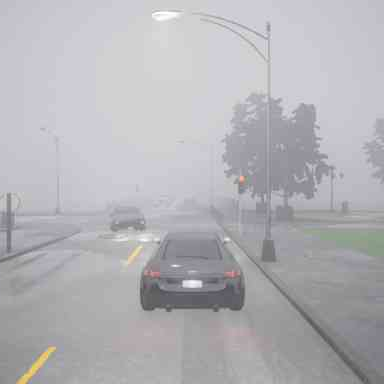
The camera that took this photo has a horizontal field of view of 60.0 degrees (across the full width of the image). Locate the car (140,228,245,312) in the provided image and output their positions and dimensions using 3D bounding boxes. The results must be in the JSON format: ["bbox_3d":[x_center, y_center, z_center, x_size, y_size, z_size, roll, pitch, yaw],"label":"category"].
[{"bbox_3d":[0.004,1.564,7.779,1.994,1.385,4.181,0,0,0],"label":"car"}]

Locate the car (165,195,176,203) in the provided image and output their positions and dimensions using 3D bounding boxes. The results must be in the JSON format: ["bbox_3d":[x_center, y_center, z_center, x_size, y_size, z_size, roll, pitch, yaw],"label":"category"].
[{"bbox_3d":[-4.554,1.525,71.489,2.128,1.511,4.902,0,0,0],"label":"car"}]

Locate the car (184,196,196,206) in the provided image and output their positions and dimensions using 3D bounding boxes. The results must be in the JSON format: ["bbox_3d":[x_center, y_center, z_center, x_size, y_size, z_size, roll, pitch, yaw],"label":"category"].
[{"bbox_3d":[-0.336,1.477,56.728,1.882,1.535,5.008,0,0,-1],"label":"car"}]

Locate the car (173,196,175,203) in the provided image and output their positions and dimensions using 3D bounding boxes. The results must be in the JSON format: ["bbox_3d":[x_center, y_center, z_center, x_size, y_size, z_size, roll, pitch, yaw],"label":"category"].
[{"bbox_3d":[-4.537,1.547,61.247,2.033,1.411,5.357,0,0,0],"label":"car"}]

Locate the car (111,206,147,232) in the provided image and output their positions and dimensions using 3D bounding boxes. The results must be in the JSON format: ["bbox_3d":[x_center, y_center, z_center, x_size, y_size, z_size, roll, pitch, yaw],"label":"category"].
[{"bbox_3d":[-3.910,1.547,20.338,2.033,1.411,5.357,0,0,-14],"label":"car"}]

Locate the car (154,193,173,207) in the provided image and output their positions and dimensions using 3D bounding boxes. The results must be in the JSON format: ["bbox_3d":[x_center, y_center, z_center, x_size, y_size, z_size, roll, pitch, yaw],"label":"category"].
[{"bbox_3d":[-4.495,1.221,50.995,2.150,2.045,5.566,0,0,-1],"label":"car"}]
